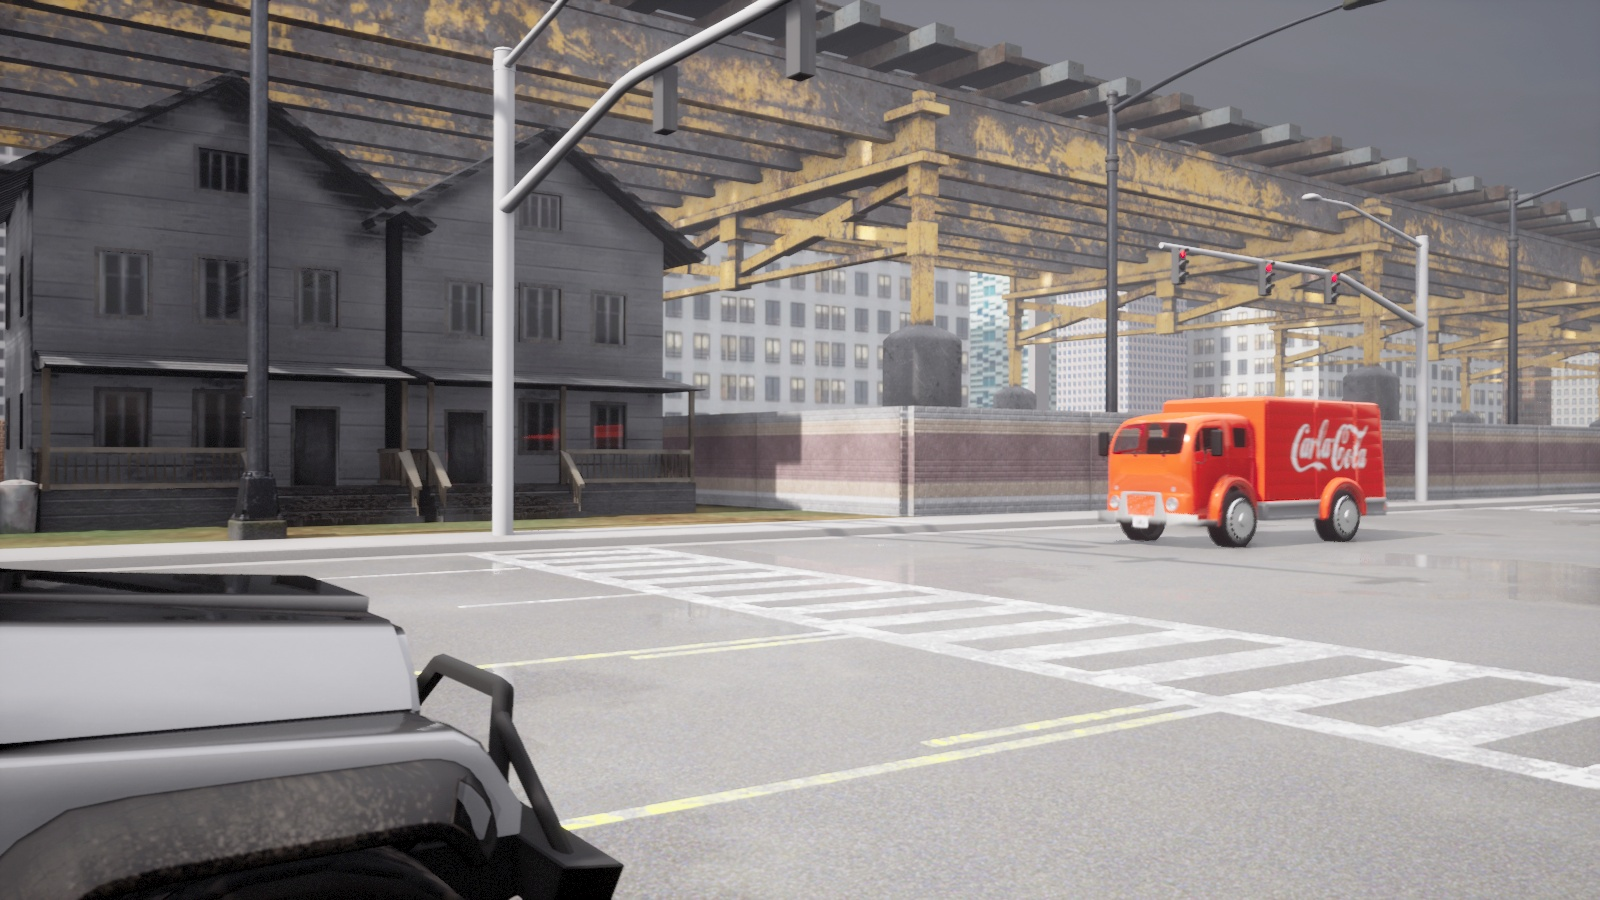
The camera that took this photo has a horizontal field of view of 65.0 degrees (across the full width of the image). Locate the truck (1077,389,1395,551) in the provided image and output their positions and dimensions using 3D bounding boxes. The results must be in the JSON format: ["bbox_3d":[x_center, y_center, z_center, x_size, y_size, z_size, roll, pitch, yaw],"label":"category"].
[{"bbox_3d":[7.596,0.315,21.735,5.204,2.467,2.627,0,0,-35],"label":"truck"}]

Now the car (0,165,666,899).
[{"bbox_3d":[-2.381,0.550,2.010,3.866,1.878,1.905,0,0,-34],"label":"car"}]
